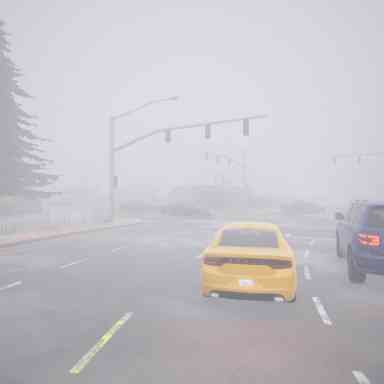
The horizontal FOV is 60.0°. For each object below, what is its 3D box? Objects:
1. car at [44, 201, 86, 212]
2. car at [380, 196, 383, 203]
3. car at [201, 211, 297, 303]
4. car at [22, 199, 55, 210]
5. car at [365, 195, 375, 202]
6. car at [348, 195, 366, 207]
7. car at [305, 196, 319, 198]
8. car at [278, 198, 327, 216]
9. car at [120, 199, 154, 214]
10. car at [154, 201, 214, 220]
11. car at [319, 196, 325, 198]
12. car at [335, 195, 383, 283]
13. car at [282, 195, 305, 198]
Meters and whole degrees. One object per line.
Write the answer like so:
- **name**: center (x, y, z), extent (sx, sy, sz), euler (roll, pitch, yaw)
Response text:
- **car**: center (-13.925, 1.656, 36.810), extent (4.718, 1.301, 1.895), euler (0, 0, 32)
- **car**: center (40.442, 1.540, 69.221), extent (2.033, 1.411, 5.357), euler (0, 0, 31)
- **car**: center (1.483, 1.478, 8.390), extent (1.882, 1.535, 5.008), euler (0, 0, 12)
- **car**: center (-20.914, 1.656, 45.276), extent (4.718, 1.301, 1.895), euler (0, 0, 32)
- **car**: center (42.853, 1.500, 79.877), extent (1.837, 1.490, 4.892), euler (0, 0, 31)
- **car**: center (25.640, 1.352, 51.532), extent (2.097, 1.767, 4.553), euler (0, 0, 32)
- **car**: center (18.654, 1.526, 53.873), extent (1.812, 1.442, 4.674), euler (0, 0, 32)
- **car**: center (10.770, 1.569, 32.429), extent (4.674, 1.442, 1.812), euler (0, 1, -20)
- **car**: center (-5.516, 1.533, 35.719), extent (5.008, 1.535, 1.882), euler (0, 0, 32)
- **car**: center (-0.456, 1.541, 28.441), extent (4.902, 1.511, 2.128), euler (-1, 0, 32)
- **car**: center (24.150, 1.492, 62.738), extent (2.128, 1.511, 4.902), euler (0, 0, 32)
- **car**: center (5.446, 1.221, 9.425), extent (2.150, 2.045, 5.566), euler (0, 0, 19)
- **car**: center (13.304, 1.547, 45.136), extent (2.033, 1.411, 5.357), euler (0, 0, 31)
